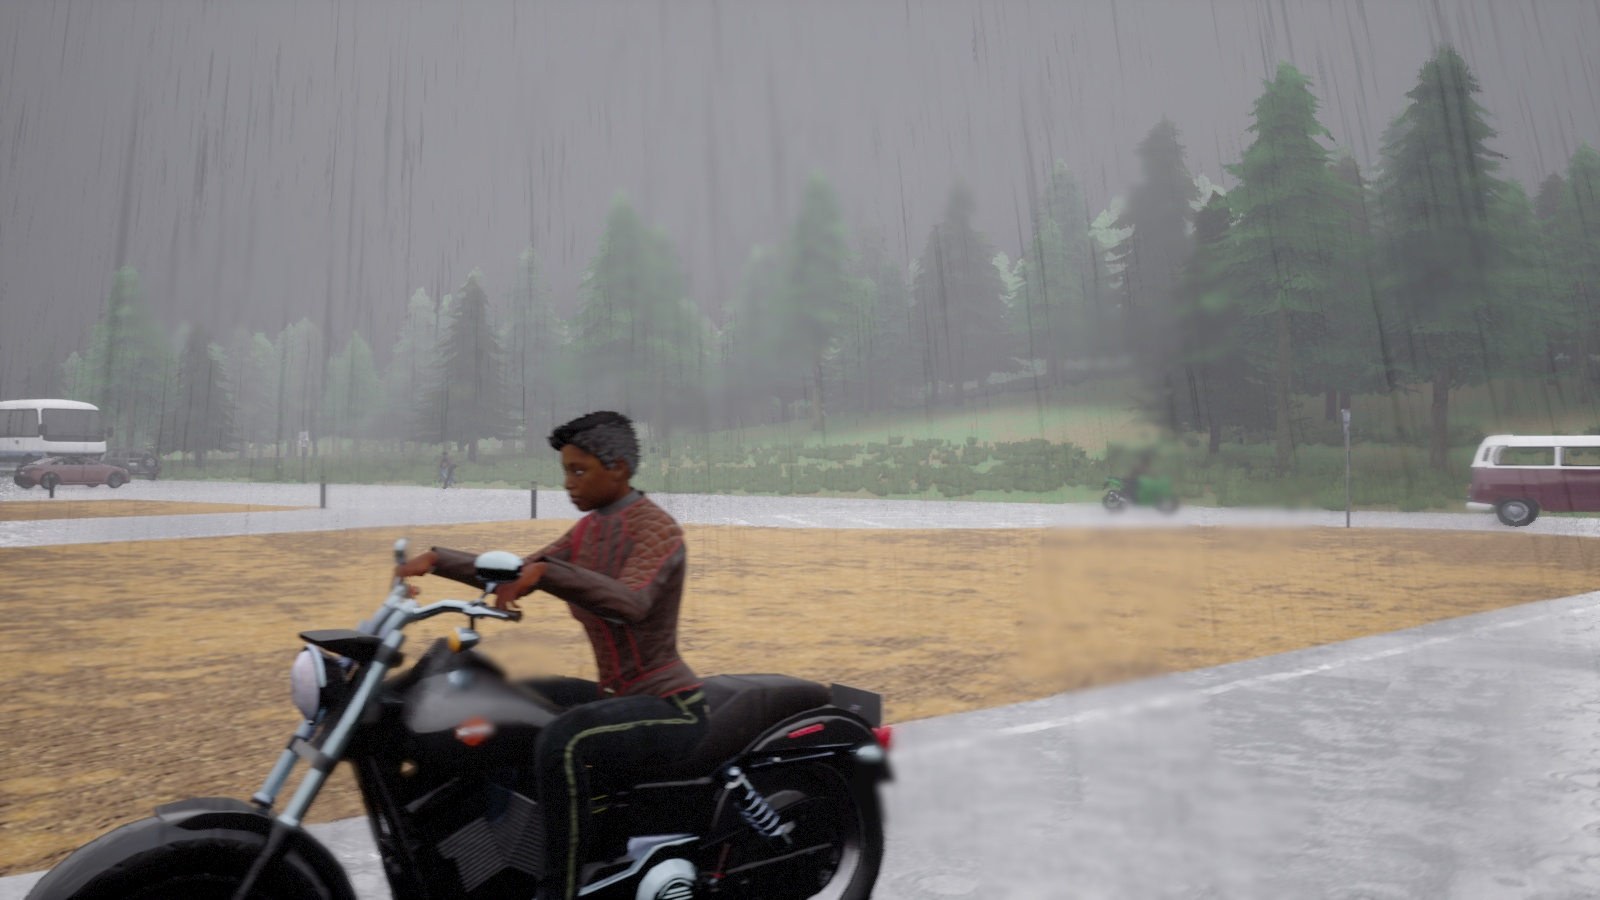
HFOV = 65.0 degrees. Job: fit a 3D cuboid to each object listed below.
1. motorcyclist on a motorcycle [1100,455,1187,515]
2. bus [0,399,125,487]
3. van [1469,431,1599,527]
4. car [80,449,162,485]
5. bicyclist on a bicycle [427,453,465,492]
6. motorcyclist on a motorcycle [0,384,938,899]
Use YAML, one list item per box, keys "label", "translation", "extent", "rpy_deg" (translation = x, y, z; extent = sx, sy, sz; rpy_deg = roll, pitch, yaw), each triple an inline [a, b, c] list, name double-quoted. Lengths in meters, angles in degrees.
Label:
- label: "motorcyclist on a motorcycle"
  translation: [8.995, 0.896, 32.882]
  extent: [2.044, 1.523, 0.797]
  rpy_deg: [0, 0, 34]
- label: "bus"
  translation: [-39.921, -0.324, 65.470]
  extent: [10.273, 4.253, 3.944]
  rpy_deg: [0, 0, 34]
- label: "van"
  translation: [17.239, 0.617, 27.393]
  extent: [4.480, 2.038, 2.069]
  rpy_deg: [-1, -1, 34]
- label: "car"
  translation: [-36.396, 0.880, 67.320]
  extent: [4.605, 1.855, 1.932]
  rpy_deg: [0, 0, 34]
- label: "bicyclist on a bicycle"
  translation: [-14.956, 0.955, 53.040]
  extent: [1.656, 1.620, 0.582]
  rpy_deg: [-1, -1, 34]
- label: "motorcyclist on a motorcycle"
  translation: [-0.788, 0.706, 3.126]
  extent: [2.350, 1.649, 0.766]
  rpy_deg: [0, 0, -37]
